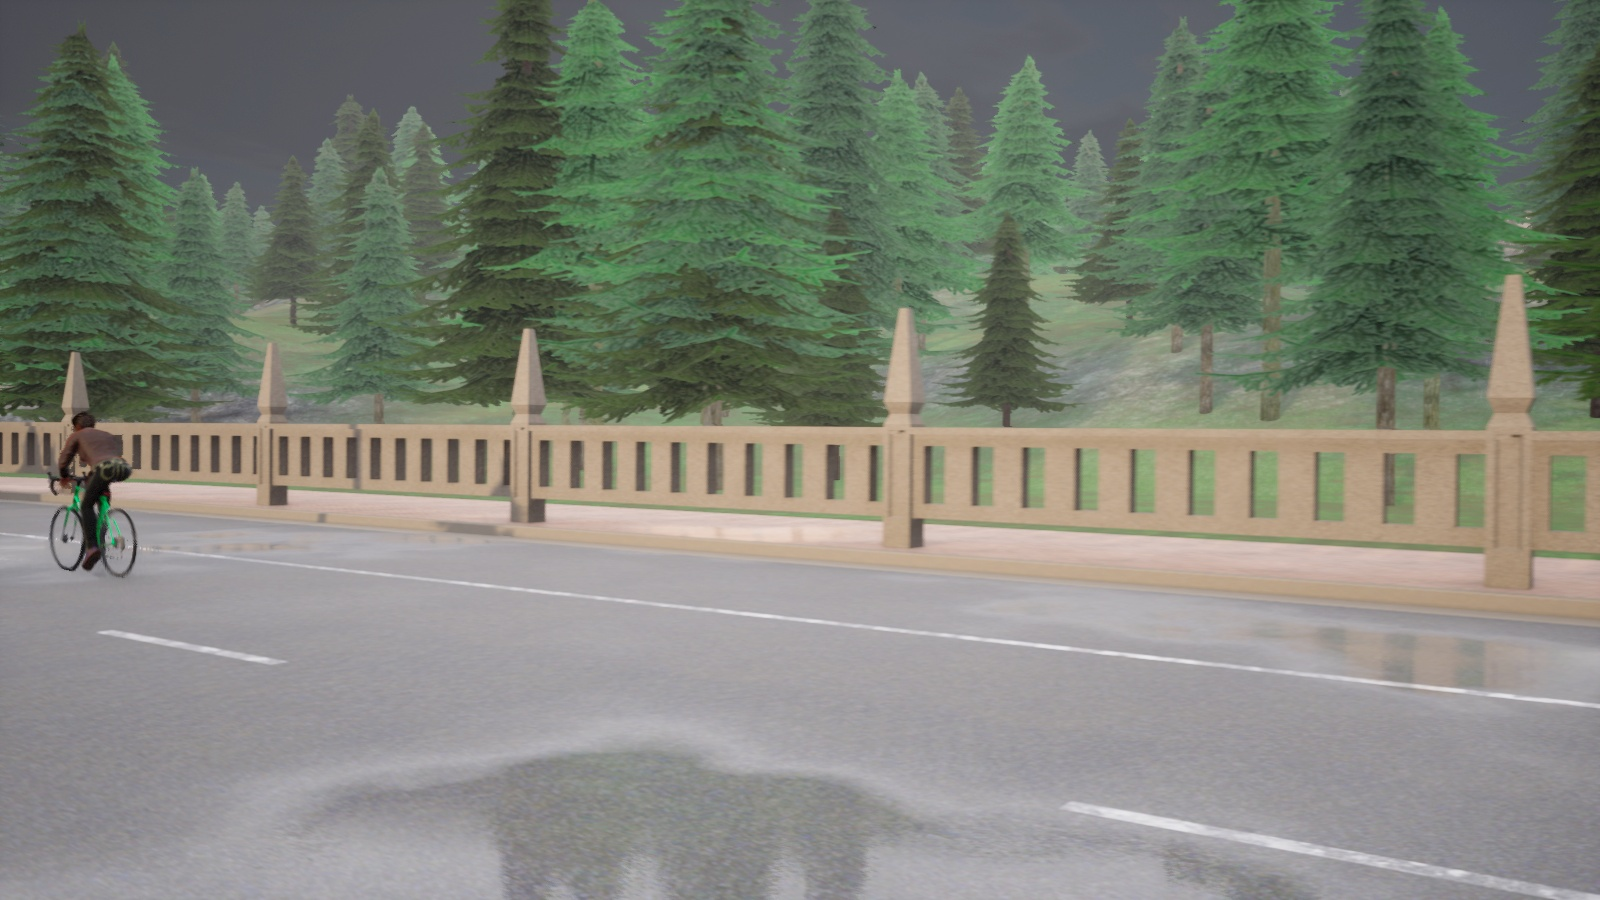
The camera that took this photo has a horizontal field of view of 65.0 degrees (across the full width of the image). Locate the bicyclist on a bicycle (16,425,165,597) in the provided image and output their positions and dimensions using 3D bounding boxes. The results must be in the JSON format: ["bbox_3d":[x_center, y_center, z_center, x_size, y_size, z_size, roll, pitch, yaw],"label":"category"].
[{"bbox_3d":[-7.098,0.577,12.539,1.656,1.620,0.582,0,1,34],"label":"bicyclist on a bicycle"}]
